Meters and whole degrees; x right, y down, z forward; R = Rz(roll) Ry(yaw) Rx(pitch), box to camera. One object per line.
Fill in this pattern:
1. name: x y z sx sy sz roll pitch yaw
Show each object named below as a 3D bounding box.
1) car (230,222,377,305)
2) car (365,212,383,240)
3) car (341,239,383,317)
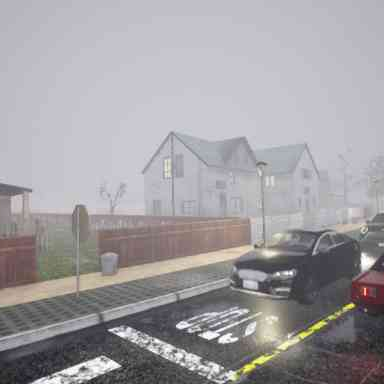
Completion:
1. car: 2.958 1.764 8.929 2.128 1.511 4.902 -4 -4 44
2. car: 9.732 1.735 16.137 2.097 1.767 4.553 -4 -3 41
3. car: 5.009 1.707 6.807 1.895 1.301 4.718 -4 -4 45
